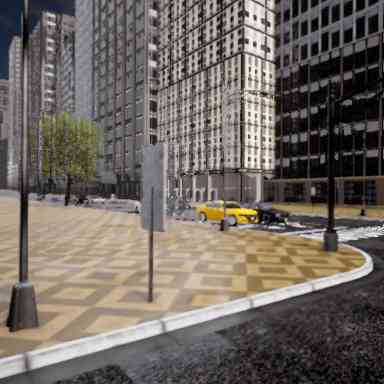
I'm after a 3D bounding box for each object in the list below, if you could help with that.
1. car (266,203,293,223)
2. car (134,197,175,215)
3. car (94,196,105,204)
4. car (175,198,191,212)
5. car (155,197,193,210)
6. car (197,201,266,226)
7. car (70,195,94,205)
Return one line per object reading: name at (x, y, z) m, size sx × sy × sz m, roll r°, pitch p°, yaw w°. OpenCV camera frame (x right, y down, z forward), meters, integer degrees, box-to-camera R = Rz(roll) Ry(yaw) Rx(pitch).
car at (4.909, 1.481, 25.059) m, size 2.033 × 1.411 × 5.357 m, roll 1°, pitch 0°, yaw -37°
car at (-3.861, 1.348, 31.383) m, size 1.812 × 1.442 × 4.674 m, roll 1°, pitch 0°, yaw -37°
car at (-15.352, 1.240, 52.390) m, size 1.895 × 1.301 × 4.718 m, roll 1°, pitch 0°, yaw -37°
car at (-2.566, 1.378, 35.082) m, size 2.033 × 1.411 × 5.357 m, roll 1°, pitch 0°, yaw -37°
car at (-2.281, 1.370, 40.461) m, size 2.033 × 1.411 × 5.357 m, roll 1°, pitch 0°, yaw -37°
car at (2.357, 1.385, 23.045) m, size 1.882 × 1.535 × 5.008 m, roll 1°, pitch 0°, yaw -37°
car at (-16.438, 1.144, 48.365) m, size 1.837 × 1.490 × 4.892 m, roll 1°, pitch 0°, yaw -36°
